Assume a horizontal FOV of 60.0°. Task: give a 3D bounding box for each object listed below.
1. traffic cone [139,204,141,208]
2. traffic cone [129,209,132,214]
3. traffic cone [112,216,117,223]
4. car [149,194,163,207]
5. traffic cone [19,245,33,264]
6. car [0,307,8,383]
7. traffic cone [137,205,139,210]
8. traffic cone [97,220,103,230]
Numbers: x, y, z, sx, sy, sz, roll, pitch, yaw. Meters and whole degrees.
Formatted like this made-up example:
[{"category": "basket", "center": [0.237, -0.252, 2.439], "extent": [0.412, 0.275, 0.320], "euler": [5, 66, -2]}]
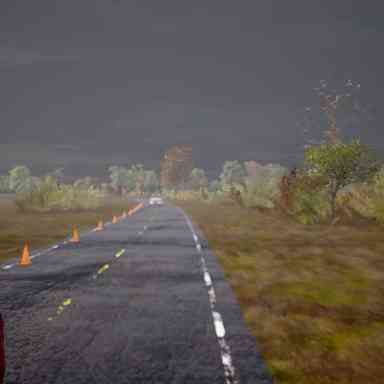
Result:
[{"category": "traffic cone", "center": [-7.426, 2.127, 45.430], "extent": [0.340, 0.580, 0.340], "euler": [0, 0, -5]}, {"category": "traffic cone", "center": [-6.578, 2.089, 35.521], "extent": [0.340, 0.580, 0.340], "euler": [0, 0, -4]}, {"category": "traffic cone", "center": [-5.930, 2.052, 25.597], "extent": [0.340, 0.580, 0.340], "euler": [0, 0, -3]}, {"category": "car", "center": [-6.237, 1.437, 57.520], "extent": [2.150, 2.045, 5.566], "euler": [0, 0, -7]}, {"category": "traffic cone", "center": [-5.337, 2.000, 10.692], "extent": [0.340, 0.580, 0.340], "euler": [0, 0, -1]}, {"category": "car", "center": [-2.719, 1.486, 1.177], "extent": [1.882, 1.535, 5.008], "euler": [0, 0, 0]}, {"category": "traffic cone", "center": [-6.977, 2.108, 40.477], "extent": [0.340, 0.580, 0.340], "euler": [0, 0, -5]}, {"category": "traffic cone", "center": [-5.682, 2.035, 20.631], "extent": [0.340, 0.580, 0.340], "euler": [0, 0, -3]}]
